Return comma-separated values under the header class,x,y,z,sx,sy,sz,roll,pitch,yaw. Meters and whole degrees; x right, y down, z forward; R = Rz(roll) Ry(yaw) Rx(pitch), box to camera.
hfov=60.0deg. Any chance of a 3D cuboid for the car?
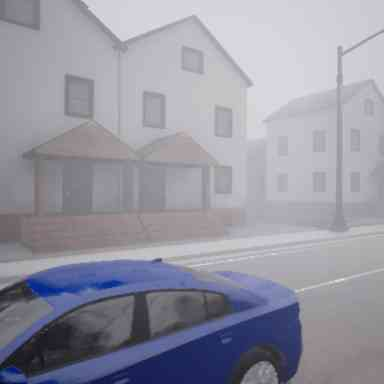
class,x,y,z,sx,sy,sz,roll,pitch,yaw
car,-1.068,1.484,3.182,5.008,1.535,1.882,0,0,-34
